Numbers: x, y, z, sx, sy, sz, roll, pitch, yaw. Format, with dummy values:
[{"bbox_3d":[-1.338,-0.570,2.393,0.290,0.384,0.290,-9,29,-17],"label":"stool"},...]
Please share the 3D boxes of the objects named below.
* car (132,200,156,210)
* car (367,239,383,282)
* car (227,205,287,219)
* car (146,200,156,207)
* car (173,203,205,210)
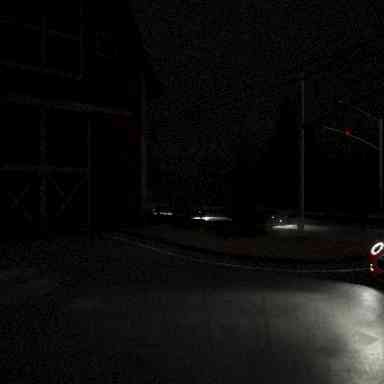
[{"bbox_3d":[-7.351,1.891,50.681,1.994,1.385,4.181,0,0,-34],"label":"car"},{"bbox_3d":[6.566,1.400,8.676,4.553,1.767,2.097,0,0,-35],"label":"car"},{"bbox_3d":[4.918,1.723,26.225,2.033,1.411,5.357,0,0,-34],"label":"car"},{"bbox_3d":[-5.792,1.876,41.866,1.895,1.301,4.718,0,0,-34],"label":"car"},{"bbox_3d":[-0.365,1.789,33.942,1.994,1.385,4.181,0,0,-34],"label":"car"}]
